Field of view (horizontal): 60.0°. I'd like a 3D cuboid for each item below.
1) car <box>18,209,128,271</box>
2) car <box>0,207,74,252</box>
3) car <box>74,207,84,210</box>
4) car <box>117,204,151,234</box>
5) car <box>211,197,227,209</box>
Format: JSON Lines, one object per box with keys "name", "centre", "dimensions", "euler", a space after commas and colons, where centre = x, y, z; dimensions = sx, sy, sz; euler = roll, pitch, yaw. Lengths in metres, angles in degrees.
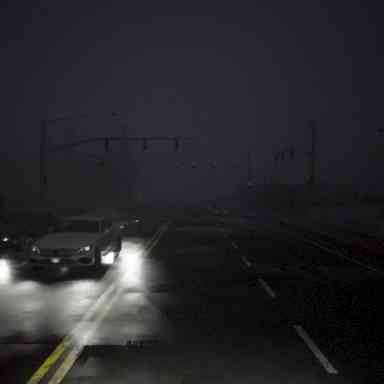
{"name": "car", "centre": [-3.572, 1.510, 11.028], "dimensions": [1.812, 1.442, 4.674], "euler": [0, 0, 0]}
{"name": "car", "centre": [-7.063, 1.527, 13.979], "dimensions": [2.033, 1.411, 5.357], "euler": [0, 0, 1]}
{"name": "car", "centre": [-7.000, 1.544, 18.983], "dimensions": [1.994, 1.385, 4.181], "euler": [0, 0, 0]}
{"name": "car", "centre": [-3.500, 1.464, 18.983], "dimensions": [2.128, 1.511, 4.902], "euler": [0, 0, 0]}
{"name": "car", "centre": [3.599, 1.427, 44.554], "dimensions": [2.128, 1.511, 4.902], "euler": [0, 0, 0]}
